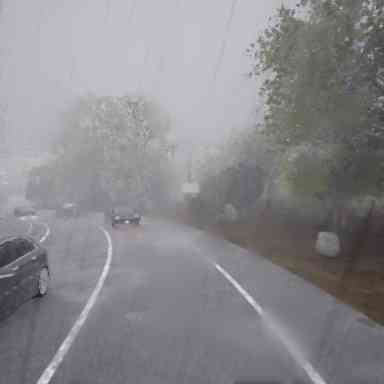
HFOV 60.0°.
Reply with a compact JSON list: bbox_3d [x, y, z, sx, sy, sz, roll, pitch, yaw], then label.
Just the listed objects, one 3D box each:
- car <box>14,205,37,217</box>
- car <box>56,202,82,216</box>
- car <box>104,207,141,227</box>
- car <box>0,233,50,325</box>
[{"bbox_3d":[-21.888,2.433,43.489,2.033,1.411,5.357,-5,1,-39],"label":"car"},{"bbox_3d":[-14.883,2.005,40.068,1.812,1.442,4.674,-4,1,-37],"label":"car"},{"bbox_3d":[-5.113,1.698,23.821,1.895,1.301,4.718,-2,0,-23],"label":"car"},{"bbox_3d":[-3.942,1.555,5.721,1.837,1.490,4.892,0,0,-7],"label":"car"}]
